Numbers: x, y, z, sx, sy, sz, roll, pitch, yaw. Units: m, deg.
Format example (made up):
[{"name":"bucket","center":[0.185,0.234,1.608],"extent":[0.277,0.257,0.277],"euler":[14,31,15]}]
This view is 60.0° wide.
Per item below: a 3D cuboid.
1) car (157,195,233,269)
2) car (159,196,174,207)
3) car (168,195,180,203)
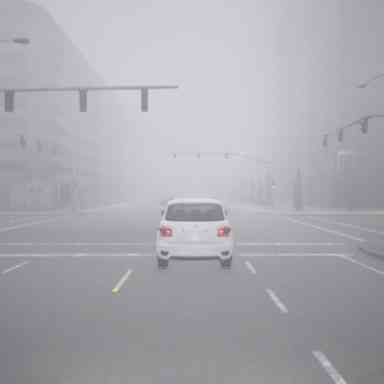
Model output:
[{"name":"car","center":[0.076,1.210,11.303],"extent":[2.150,2.045,5.566],"euler":[0,0,0]},{"name":"car","center":[-3.855,1.426,51.602],"extent":[1.882,1.535,5.008],"euler":[0,0,1]},{"name":"car","center":[-3.589,1.441,68.012],"extent":[2.128,1.511,4.902],"euler":[0,0,1]}]
